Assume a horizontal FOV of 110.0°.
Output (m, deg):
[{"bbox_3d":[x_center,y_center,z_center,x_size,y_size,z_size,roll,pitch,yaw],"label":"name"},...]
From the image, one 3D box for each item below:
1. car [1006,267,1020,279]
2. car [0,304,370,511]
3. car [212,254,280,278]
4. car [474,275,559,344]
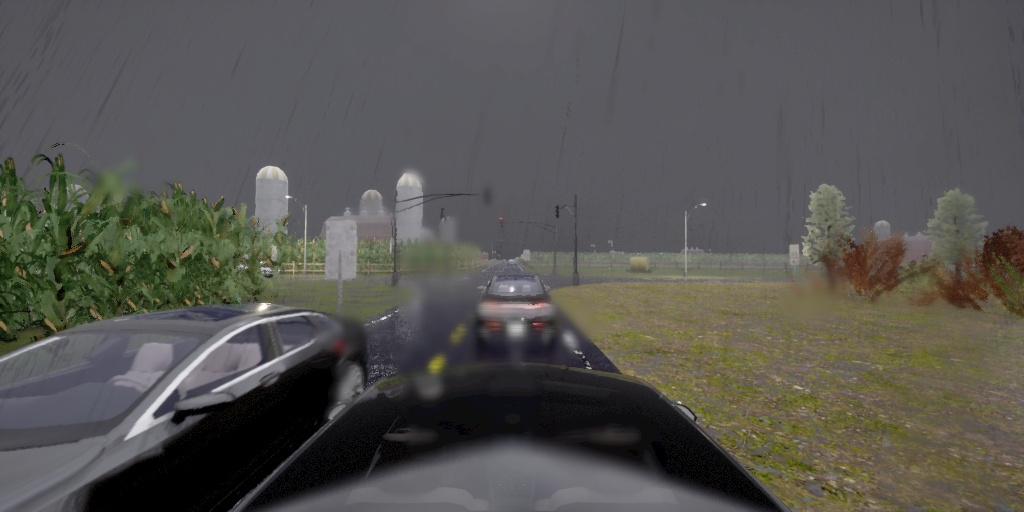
[{"bbox_3d":[48.666,1.720,33.478,4.674,1.442,1.812,1,-1,-5],"label":"car"},{"bbox_3d":[-2.841,1.242,2.960,2.128,1.511,4.902,0,0,0],"label":"car"},{"bbox_3d":[-21.822,0.774,28.667,5.566,2.045,2.150,0,-1,-3],"label":"car"},{"bbox_3d":[0.101,1.245,9.623,2.128,1.511,4.902,0,0,0],"label":"car"}]
